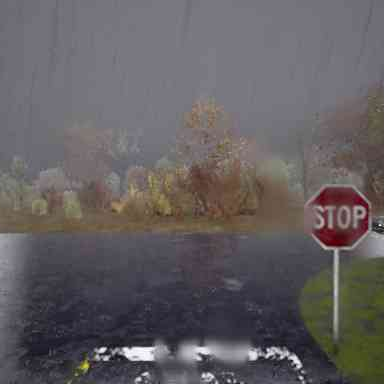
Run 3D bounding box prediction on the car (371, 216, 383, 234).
[{"bbox_3d":[11.361,1.428,16.327,5.357,1.411,2.033,0,0,-1],"label":"car"}]
